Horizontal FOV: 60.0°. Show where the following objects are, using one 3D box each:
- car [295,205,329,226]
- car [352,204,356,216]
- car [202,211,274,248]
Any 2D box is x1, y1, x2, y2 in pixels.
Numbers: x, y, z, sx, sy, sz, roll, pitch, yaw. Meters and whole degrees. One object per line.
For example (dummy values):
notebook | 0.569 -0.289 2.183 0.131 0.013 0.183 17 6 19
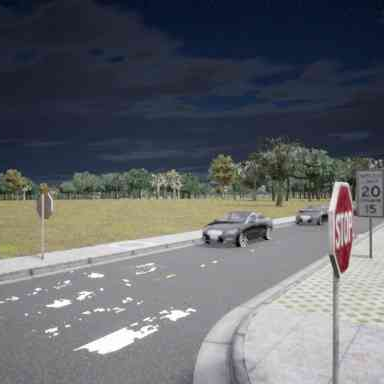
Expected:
car | 9.740 1.824 26.463 2.128 1.511 4.902 0 -1 35
car | 16.994 2.013 36.648 2.033 1.411 5.357 0 -1 36
car | 2.335 1.680 16.020 2.128 1.511 4.902 0 -1 35
